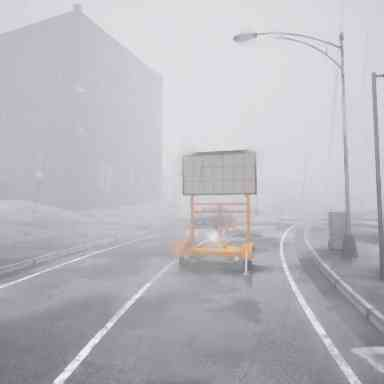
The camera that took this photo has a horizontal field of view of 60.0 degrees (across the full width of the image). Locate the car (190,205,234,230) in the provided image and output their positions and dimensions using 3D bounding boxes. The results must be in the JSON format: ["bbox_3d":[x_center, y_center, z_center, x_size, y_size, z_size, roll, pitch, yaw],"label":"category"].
[{"bbox_3d":[1.452,1.715,22.831,1.837,1.490,4.892,-2,-2,23],"label":"car"}]

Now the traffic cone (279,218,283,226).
[{"bbox_3d":[6.098,2.049,22.751,0.340,0.580,0.340,-2,-1,17],"label":"traffic cone"}]

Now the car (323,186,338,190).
[{"bbox_3d":[32.770,-0.834,81.695,4.674,1.452,2.002,3,-5,-30],"label":"car"}]

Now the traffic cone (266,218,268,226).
[{"bbox_3d":[5.143,2.081,23.036,0.340,0.580,0.340,-2,-1,17],"label":"traffic cone"}]

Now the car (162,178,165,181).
[{"bbox_3d":[-7.076,-2.465,62.410,4.553,1.767,2.185,2,-5,-24],"label":"car"}]

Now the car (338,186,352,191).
[{"bbox_3d":[37.422,-0.645,84.473,4.892,1.521,2.231,3,-5,-31],"label":"car"}]

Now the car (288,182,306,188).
[{"bbox_3d":[22.943,-1.442,76.255,4.553,1.767,2.185,2,-5,-27],"label":"car"}]

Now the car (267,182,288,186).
[{"bbox_3d":[18.030,-1.521,73.726,5.008,1.535,2.097,2,-5,-26],"label":"car"}]

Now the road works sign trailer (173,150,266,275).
[{"bbox_3d":[0.918,0.493,10.697,2.380,3.560,2.880,-1,0,18],"label":"road works sign trailer"}]

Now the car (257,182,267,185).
[{"bbox_3d":[13.043,-1.677,71.299,4.674,1.452,2.002,2,-5,-25],"label":"car"}]

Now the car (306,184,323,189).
[{"bbox_3d":[27.973,-1.065,78.973,4.792,1.488,2.163,2,-5,-28],"label":"car"}]
